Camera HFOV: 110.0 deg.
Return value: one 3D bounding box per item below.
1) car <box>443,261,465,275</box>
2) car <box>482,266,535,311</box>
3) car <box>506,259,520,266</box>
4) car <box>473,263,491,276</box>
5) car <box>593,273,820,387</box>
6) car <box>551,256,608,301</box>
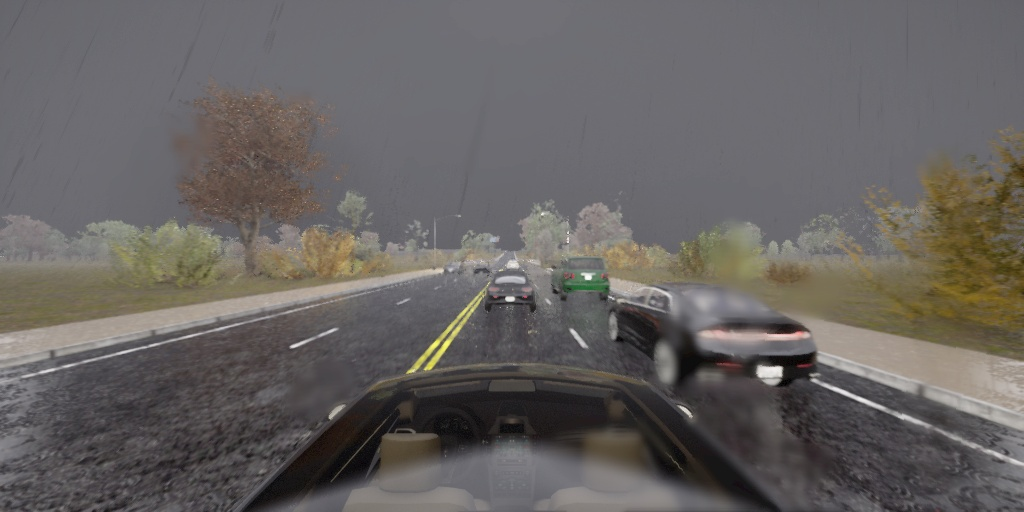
[{"bbox_3d":[-6.500,1.364,40.684,2.128,1.511,4.902,0,0,0],"label":"car"},{"bbox_3d":[-0.046,1.320,14.715,1.812,1.442,4.674,0,0,0],"label":"car"},{"bbox_3d":[0.120,1.426,52.094,1.812,1.442,4.674,0,0,0],"label":"car"},{"bbox_3d":[-3.253,1.471,40.319,1.895,1.301,4.718,0,0,0],"label":"car"},{"bbox_3d":[3.252,1.260,6.943,2.128,1.511,4.902,0,0,0],"label":"car"},{"bbox_3d":[3.256,1.026,17.974,2.150,2.045,5.566,0,0,0],"label":"car"}]
